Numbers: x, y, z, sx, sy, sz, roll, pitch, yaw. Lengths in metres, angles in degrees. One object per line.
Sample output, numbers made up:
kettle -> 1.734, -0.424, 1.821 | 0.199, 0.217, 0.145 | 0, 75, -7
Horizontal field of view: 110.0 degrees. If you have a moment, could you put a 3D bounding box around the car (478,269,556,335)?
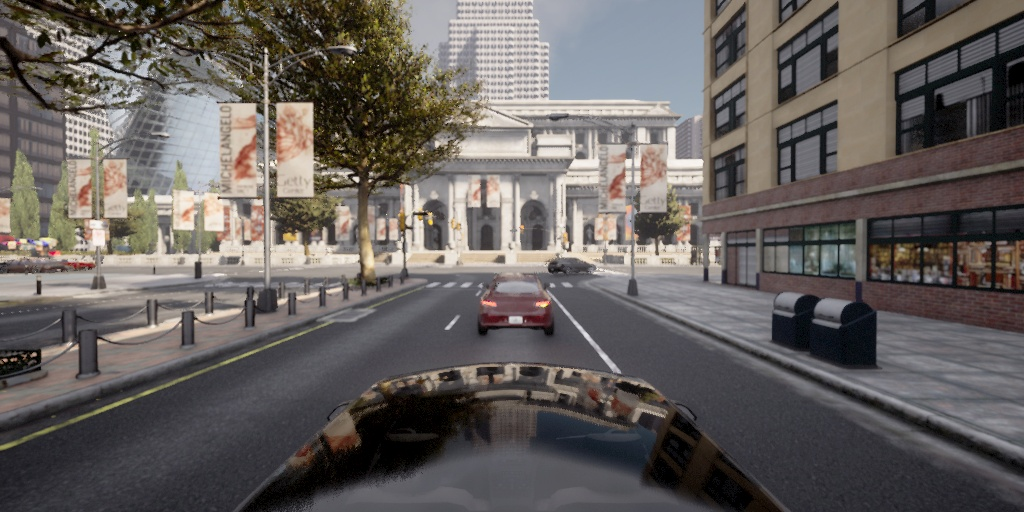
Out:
car -> 0.118, 1.185, 10.017 | 1.812, 1.442, 4.674 | 0, 1, 1

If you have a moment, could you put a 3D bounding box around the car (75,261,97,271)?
car -> -47.084, 0.961, 37.866 | 4.718, 1.301, 1.895 | 0, 1, 1

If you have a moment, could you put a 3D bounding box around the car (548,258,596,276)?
car -> 5.453, 0.919, 32.339 | 4.892, 1.490, 1.837 | 0, -2, -36

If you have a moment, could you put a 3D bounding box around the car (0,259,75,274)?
car -> -46.016, 0.946, 34.348 | 5.357, 1.411, 2.033 | 0, 1, 1
